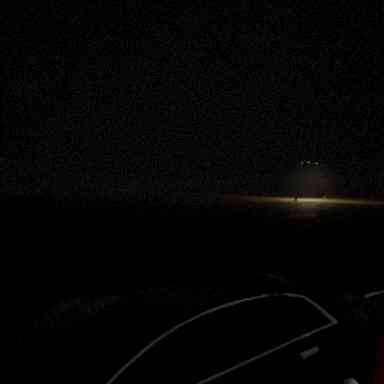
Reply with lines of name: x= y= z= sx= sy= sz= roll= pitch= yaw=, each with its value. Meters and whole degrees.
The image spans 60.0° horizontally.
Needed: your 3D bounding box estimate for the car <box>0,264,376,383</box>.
car: x=-0.294 y=1.518 z=2.861 sx=4.892 sy=1.490 sz=1.837 roll=1 pitch=0 yaw=-35
